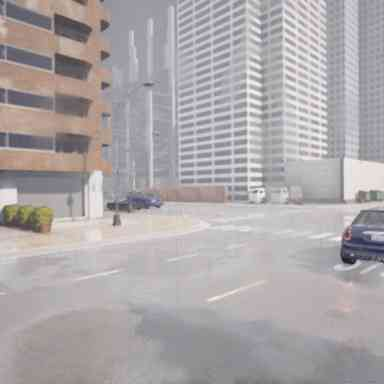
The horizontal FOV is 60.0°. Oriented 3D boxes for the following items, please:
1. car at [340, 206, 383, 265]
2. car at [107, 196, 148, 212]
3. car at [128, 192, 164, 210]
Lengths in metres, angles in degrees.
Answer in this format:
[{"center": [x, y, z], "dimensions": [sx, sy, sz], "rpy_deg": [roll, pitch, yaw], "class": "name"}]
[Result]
[{"center": [6.395, 1.199, 10.185], "dimensions": [4.553, 1.767, 2.097], "rpy_deg": [-1, 1, -44], "class": "car"}, {"center": [-7.357, 1.431, 36.584], "dimensions": [1.895, 1.301, 4.718], "rpy_deg": [-1, 1, -45], "class": "car"}, {"center": [-5.739, 1.008, 39.912], "dimensions": [2.150, 2.045, 5.566], "rpy_deg": [-1, 1, -45], "class": "car"}]
